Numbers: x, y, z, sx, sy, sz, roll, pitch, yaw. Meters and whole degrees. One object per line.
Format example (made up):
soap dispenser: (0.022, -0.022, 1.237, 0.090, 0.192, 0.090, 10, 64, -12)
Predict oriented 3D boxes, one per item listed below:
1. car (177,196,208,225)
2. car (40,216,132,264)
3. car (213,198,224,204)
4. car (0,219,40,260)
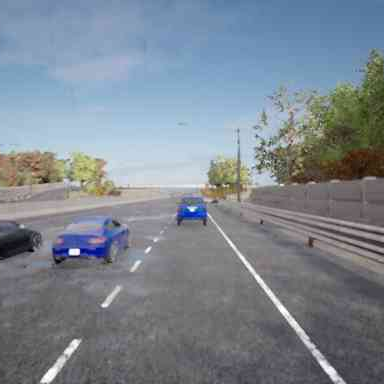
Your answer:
car: (0.009, 1.352, 25.484, 2.150, 2.045, 5.566, 0, 0, 0)
car: (-3.398, 1.582, 11.921, 1.812, 1.442, 4.674, 0, 0, 0)
car: (7.071, 2.464, 89.176, 1.837, 1.490, 4.892, 0, -2, 24)
car: (-6.894, 1.618, 11.446, 1.994, 1.385, 4.181, 0, 0, 0)
